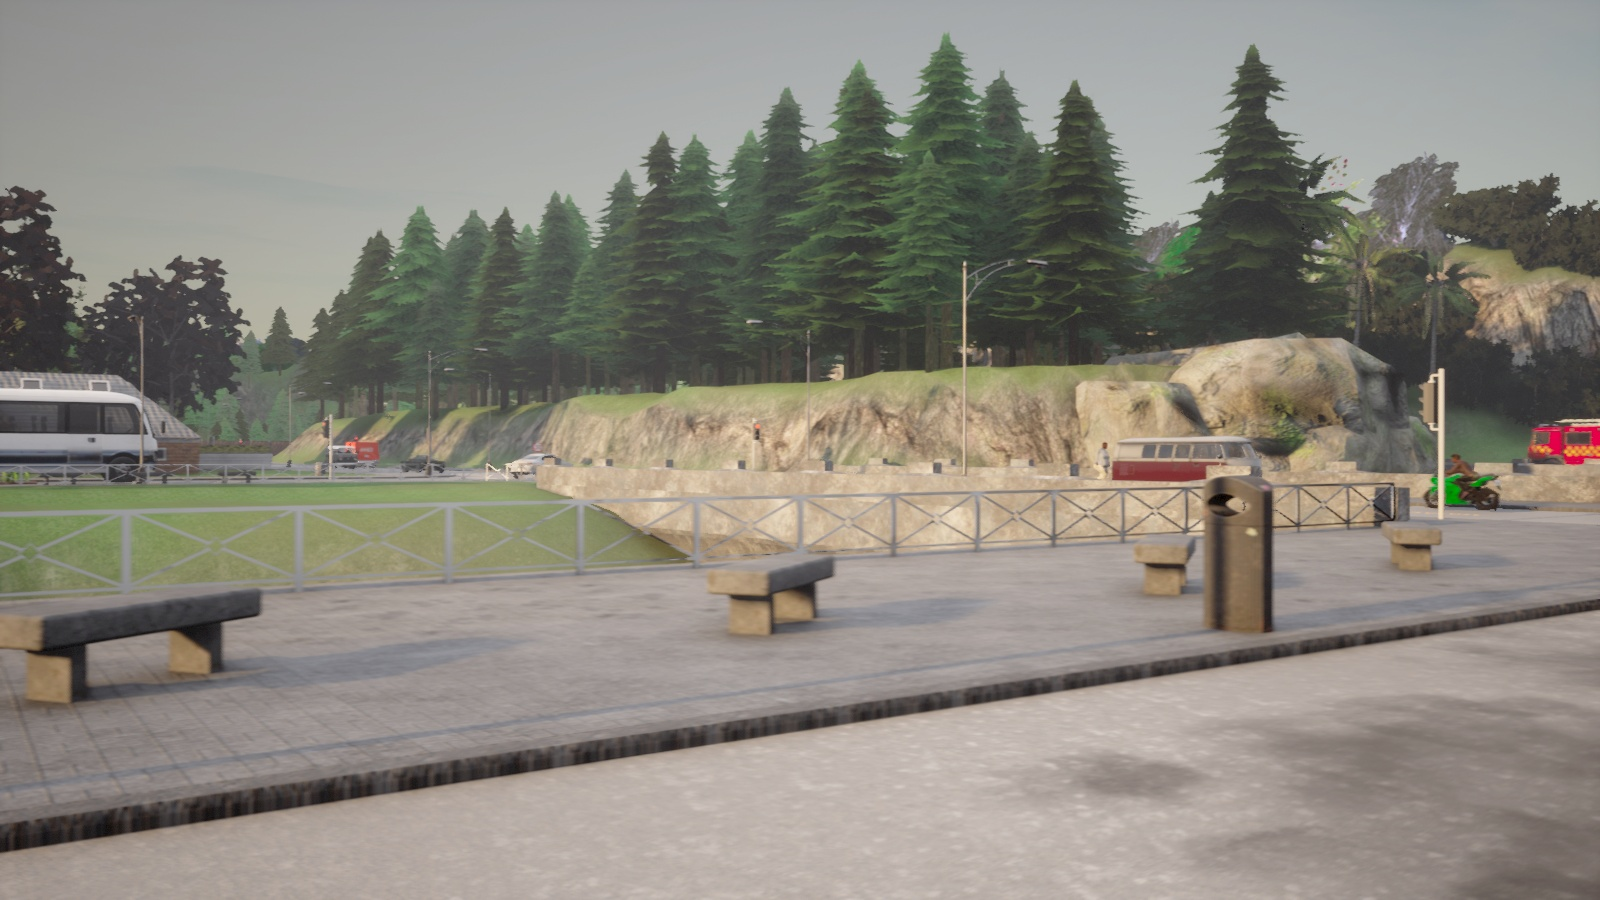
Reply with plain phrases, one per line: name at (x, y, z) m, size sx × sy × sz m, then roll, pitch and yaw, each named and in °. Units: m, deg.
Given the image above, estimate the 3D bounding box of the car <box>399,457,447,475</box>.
car at (-26.968, 1.122, 89.762) m, size 1.895 × 1.301 × 4.718 m, roll 0°, pitch 0°, yaw -35°

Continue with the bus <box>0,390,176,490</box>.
bus at (-33.772, -0.423, 55.880) m, size 10.273 × 4.253 × 3.944 m, roll 0°, pitch 0°, yaw -35°

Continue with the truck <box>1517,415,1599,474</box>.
truck at (52.574, -0.327, 83.102) m, size 2.891 × 3.827 × 8.468 m, roll 0°, pitch 0°, yaw -35°

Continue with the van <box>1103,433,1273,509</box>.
van at (10.848, 0.561, 35.390) m, size 1.775 × 1.987 × 4.442 m, roll 0°, pitch 0°, yaw -35°

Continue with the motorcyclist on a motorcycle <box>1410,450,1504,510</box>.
motorcyclist on a motorcycle at (17.307, 0.772, 33.122) m, size 0.797 × 1.523 × 2.044 m, roll 0°, pitch 0°, yaw -35°

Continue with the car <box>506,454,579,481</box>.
car at (-14.759, 0.979, 72.175) m, size 1.812 × 1.442 × 4.674 m, roll 0°, pitch 0°, yaw 22°

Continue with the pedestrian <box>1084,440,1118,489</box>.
pedestrian at (11.538, 0.548, 48.086) m, size 0.874 × 1.855 × 0.900 m, roll 0°, pitch 0°, yaw -34°
